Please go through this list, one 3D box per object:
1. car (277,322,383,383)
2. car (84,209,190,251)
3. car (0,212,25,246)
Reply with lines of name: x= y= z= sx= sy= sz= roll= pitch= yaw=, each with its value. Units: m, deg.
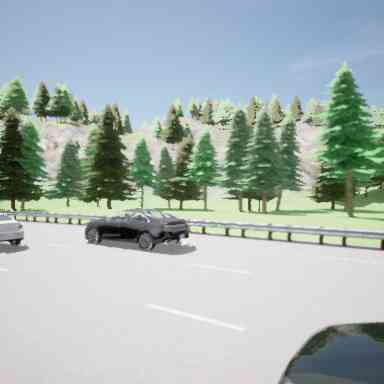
car: x=2.616 y=1.559 z=2.027 sx=4.181 sy=1.385 sz=1.994 roll=0 pitch=0 yaw=36
car: x=-2.408 y=1.463 z=13.875 sx=4.902 sy=1.511 sz=2.128 roll=0 pitch=0 yaw=33
car: x=-8.864 y=1.499 z=13.773 sx=4.674 sy=1.442 sz=1.812 roll=0 pitch=0 yaw=31
